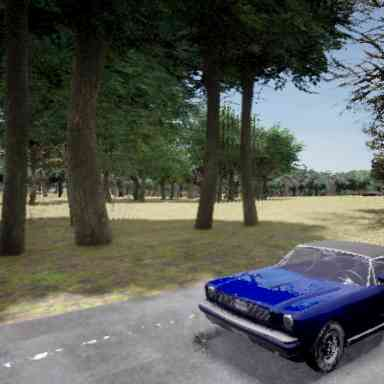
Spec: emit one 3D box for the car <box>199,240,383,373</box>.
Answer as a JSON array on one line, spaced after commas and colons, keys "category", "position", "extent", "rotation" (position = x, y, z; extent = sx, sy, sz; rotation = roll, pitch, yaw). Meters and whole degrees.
[{"category": "car", "position": [2.450, 1.595, 5.738], "extent": [4.718, 1.301, 1.895], "rotation": [0, 0, -36]}]
